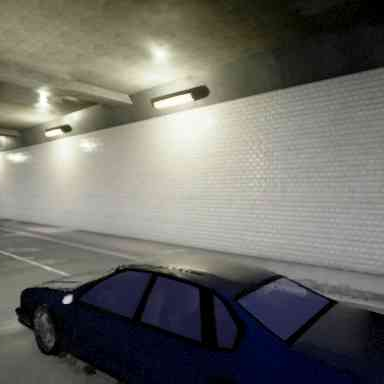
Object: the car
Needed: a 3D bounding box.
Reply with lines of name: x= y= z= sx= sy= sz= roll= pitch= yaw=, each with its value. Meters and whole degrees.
car: x=-0.169 y=1.545 z=4.222 sx=5.357 sy=1.411 sz=2.033 roll=0 pitch=0 yaw=38
